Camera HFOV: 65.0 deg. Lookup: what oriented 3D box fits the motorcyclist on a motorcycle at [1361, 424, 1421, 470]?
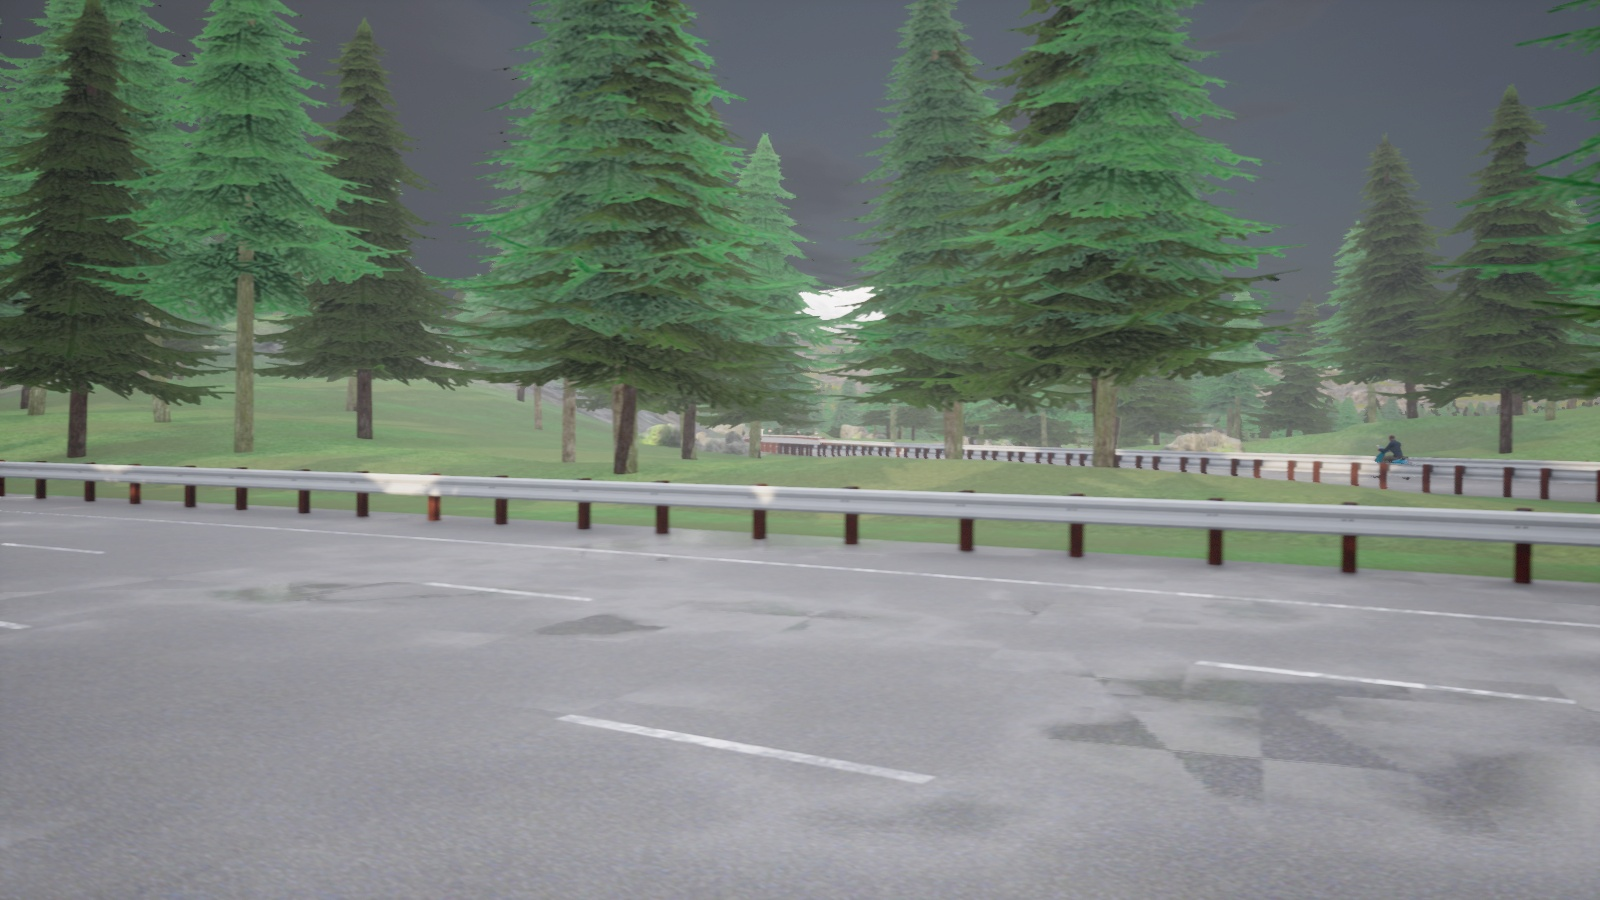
[{"bbox_3d":[20.753,-0.117,44.127,0.866,1.590,1.817,-1,1,-23],"label":"motorcyclist on a motorcycle"}]
